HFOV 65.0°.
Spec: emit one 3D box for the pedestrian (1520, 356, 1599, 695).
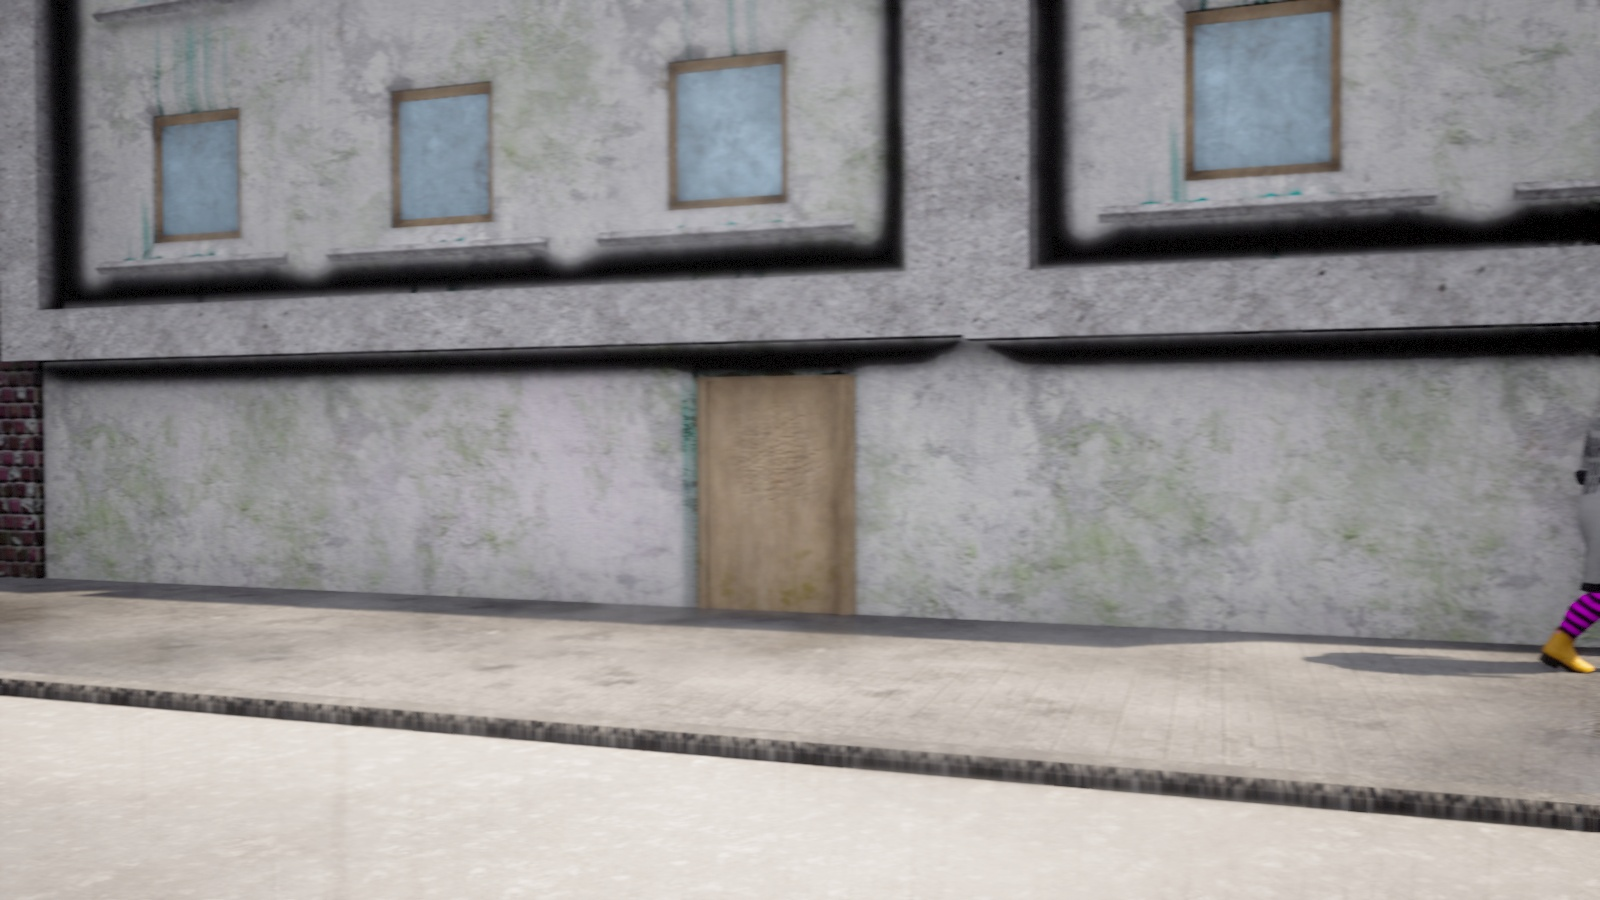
[{"bbox_3d":[4.873,0.435,7.483,0.873,1.952,0.659,1,1,19],"label":"pedestrian"}]
